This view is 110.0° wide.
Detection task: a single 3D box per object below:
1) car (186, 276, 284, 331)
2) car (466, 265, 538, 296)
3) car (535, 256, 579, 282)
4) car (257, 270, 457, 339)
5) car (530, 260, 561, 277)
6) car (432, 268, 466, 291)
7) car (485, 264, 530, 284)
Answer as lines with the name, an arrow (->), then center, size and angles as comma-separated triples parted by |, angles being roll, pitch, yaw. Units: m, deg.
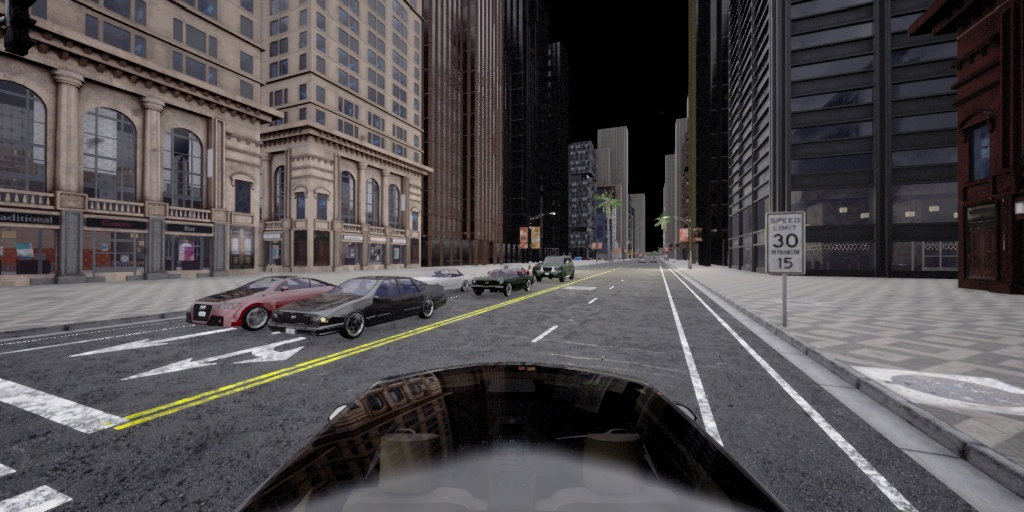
car -> -7.254, 1.315, 11.106 | 1.994, 1.385, 4.181 | 0, 0, 22
car -> -0.384, 1.357, 19.412 | 1.895, 1.301, 4.718 | 0, 0, 22
car -> 3.637, 0.986, 29.324 | 2.150, 2.045, 5.566 | 0, 0, 22
car -> -3.986, 1.299, 10.525 | 2.033, 1.411, 5.357 | 0, 0, 22
car -> 3.645, 1.250, 37.903 | 1.882, 1.535, 5.008 | 0, 0, 23
car -> -3.967, 1.356, 19.227 | 1.895, 1.301, 4.718 | 0, 0, 22
car -> -0.224, 1.363, 28.459 | 1.895, 1.301, 4.718 | 0, 0, 22
